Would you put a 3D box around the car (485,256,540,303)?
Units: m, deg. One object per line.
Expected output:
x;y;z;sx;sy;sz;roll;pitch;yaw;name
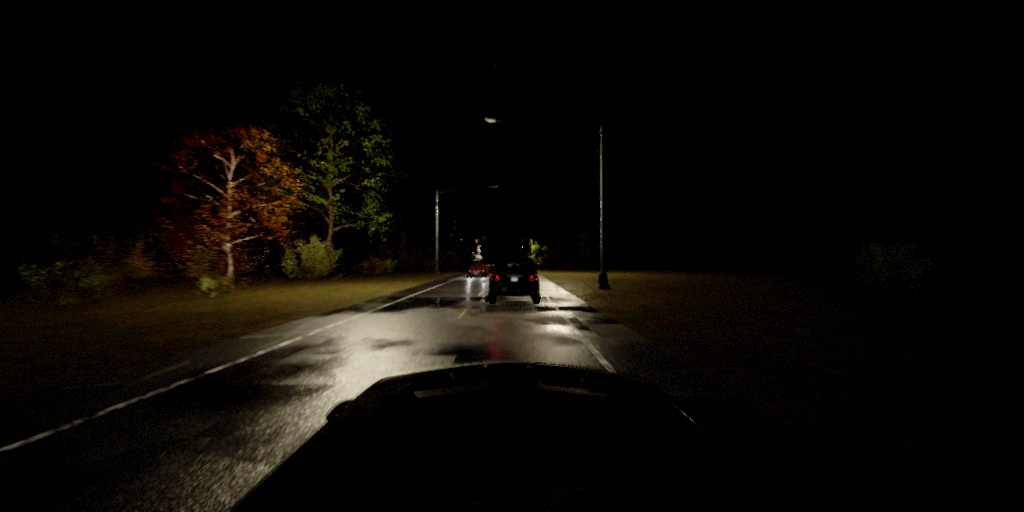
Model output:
0.098;1.045;17.143;2.150;2.045;5.566;0;0;0;car

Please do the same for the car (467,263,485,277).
-3.581;1.480;38.110;1.812;1.442;4.674;0;-1;0;car
